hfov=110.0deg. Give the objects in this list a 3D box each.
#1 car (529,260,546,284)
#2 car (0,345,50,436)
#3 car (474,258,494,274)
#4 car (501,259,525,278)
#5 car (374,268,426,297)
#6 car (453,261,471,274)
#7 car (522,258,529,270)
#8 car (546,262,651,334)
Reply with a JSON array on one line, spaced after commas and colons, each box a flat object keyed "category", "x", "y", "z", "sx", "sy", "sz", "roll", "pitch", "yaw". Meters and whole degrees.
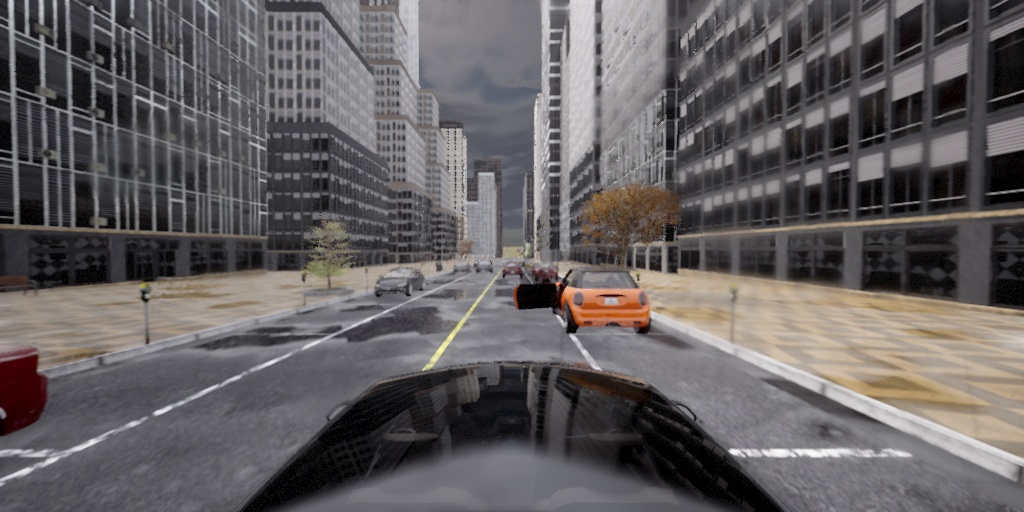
[{"category": "car", "x": 2.693, "y": 1.167, "z": 29.912, "sx": 1.967, "sy": 1.591, "sz": 4.097, "roll": 0, "pitch": 0, "yaw": 0}, {"category": "car", "x": -5.689, "y": 1.295, "z": 1.787, "sx": 1.888, "sy": 1.381, "sz": 4.507, "roll": 0, "pitch": 0, "yaw": 0}, {"category": "car", "x": -3.070, "y": 1.248, "z": 40.773, "sx": 1.812, "sy": 1.442, "sz": 4.674, "roll": 0, "pitch": 0, "yaw": 0}, {"category": "car", "x": 0.057, "y": 1.251, "z": 34.111, "sx": 1.812, "sy": 1.442, "sz": 4.674, "roll": 0, "pitch": 0, "yaw": 0}, {"category": "car", "x": -5.689, "y": 1.285, "z": 18.662, "sx": 2.007, "sy": 1.370, "sz": 4.403, "roll": 0, "pitch": 0, "yaw": 0}, {"category": "car", "x": -5.688, "y": 1.273, "z": 41.162, "sx": 2.007, "sy": 1.370, "sz": 4.403, "roll": 0, "pitch": 0, "yaw": 0}, {"category": "car", "x": 2.693, "y": 1.245, "z": 52.583, "sx": 1.751, "sy": 1.417, "sz": 4.829, "roll": 0, "pitch": 0, "yaw": 0}, {"category": "car", "x": 2.390, "y": 1.093, "z": 10.756, "sx": 2.097, "sy": 1.767, "sz": 4.553, "roll": 0, "pitch": 0, "yaw": 0}]
